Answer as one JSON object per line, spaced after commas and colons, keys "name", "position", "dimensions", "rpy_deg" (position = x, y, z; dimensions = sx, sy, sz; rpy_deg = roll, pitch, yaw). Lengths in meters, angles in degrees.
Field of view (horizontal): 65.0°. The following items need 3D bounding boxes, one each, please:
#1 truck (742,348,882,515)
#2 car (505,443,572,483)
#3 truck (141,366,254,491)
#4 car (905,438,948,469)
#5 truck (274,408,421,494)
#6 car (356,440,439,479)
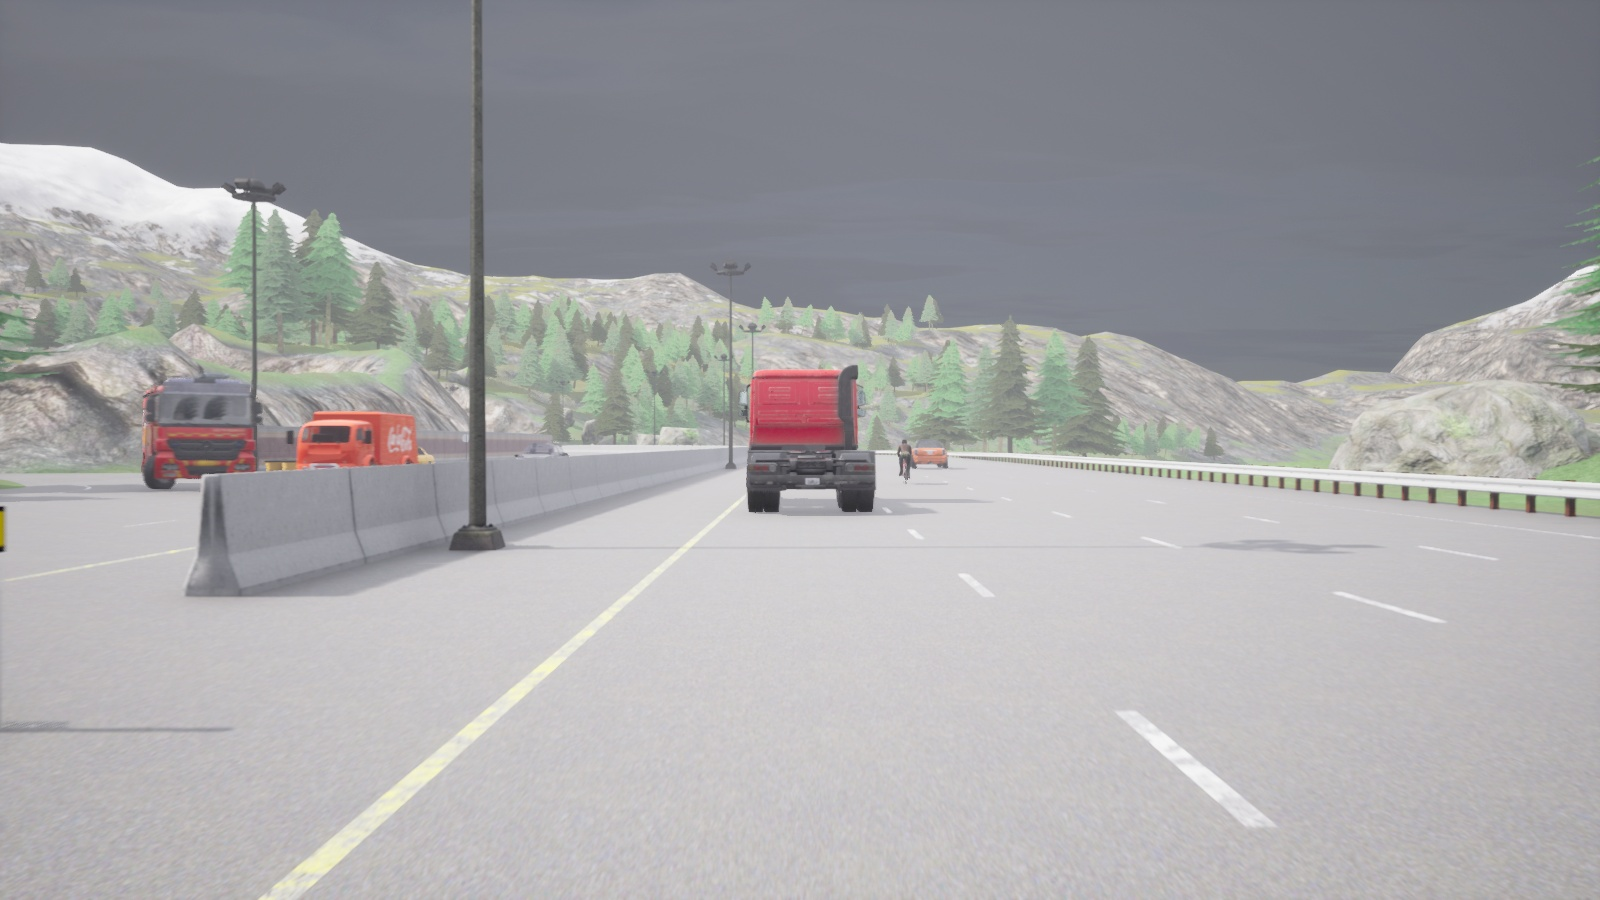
{"name": "truck", "position": [0.148, -0.404, 29.953], "dimensions": [2.891, 3.462, 7.936], "rpy_deg": [0, 0, -1]}
{"name": "car", "position": [-10.199, 0.475, 49.196], "dimensions": [1.845, 1.501, 3.633], "rpy_deg": [0, 0, 0]}
{"name": "truck", "position": [-20.588, -0.674, 42.619], "dimensions": [2.891, 3.827, 8.468], "rpy_deg": [0, 0, -29]}
{"name": "car", "position": [7.447, 0.193, 74.161], "dimensions": [2.097, 1.767, 4.553], "rpy_deg": [0, 0, 0]}
{"name": "truck", "position": [-13.760, 0.034, 38.605], "dimensions": [2.627, 2.467, 5.204], "rpy_deg": [0, 0, 0]}
{"name": "car", "position": [-17.172, 0.371, 53.802], "dimensions": [1.801, 1.575, 5.366], "rpy_deg": [0, 0, 0]}
